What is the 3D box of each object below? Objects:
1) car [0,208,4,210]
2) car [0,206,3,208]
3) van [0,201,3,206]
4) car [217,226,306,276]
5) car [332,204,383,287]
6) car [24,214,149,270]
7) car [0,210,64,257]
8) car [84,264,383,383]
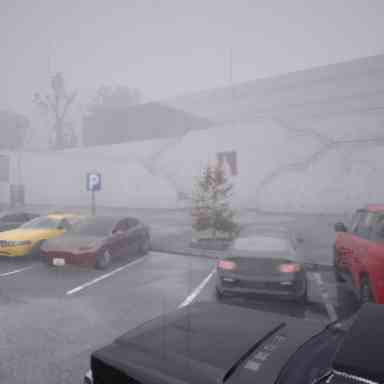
[{"bbox_3d":[-7.939,1.624,15.178,2.163,1.488,4.792,0,-1,15],"label":"car"},{"bbox_3d":[-10.377,1.638,16.878,2.002,1.452,4.674,0,-1,16],"label":"car"},{"bbox_3d":[-12.822,1.374,18.500,1.878,1.987,4.442,1,0,16],"label":"van"},{"bbox_3d":[1.775,1.560,8.212,2.002,1.452,4.674,-1,-1,15],"label":"car"},{"bbox_3d":[4.211,1.242,6.515,2.435,2.045,5.566,-1,-1,15],"label":"car"},{"bbox_3d":[-3.088,1.595,11.652,2.163,1.488,4.792,0,-1,16],"label":"car"},{"bbox_3d":[-5.555,1.575,13.234,1.946,1.575,5.366,0,-1,15],"label":"car"},{"bbox_3d":[1.338,1.603,2.424,4.718,1.301,1.895,-1,0,35],"label":"car"}]
